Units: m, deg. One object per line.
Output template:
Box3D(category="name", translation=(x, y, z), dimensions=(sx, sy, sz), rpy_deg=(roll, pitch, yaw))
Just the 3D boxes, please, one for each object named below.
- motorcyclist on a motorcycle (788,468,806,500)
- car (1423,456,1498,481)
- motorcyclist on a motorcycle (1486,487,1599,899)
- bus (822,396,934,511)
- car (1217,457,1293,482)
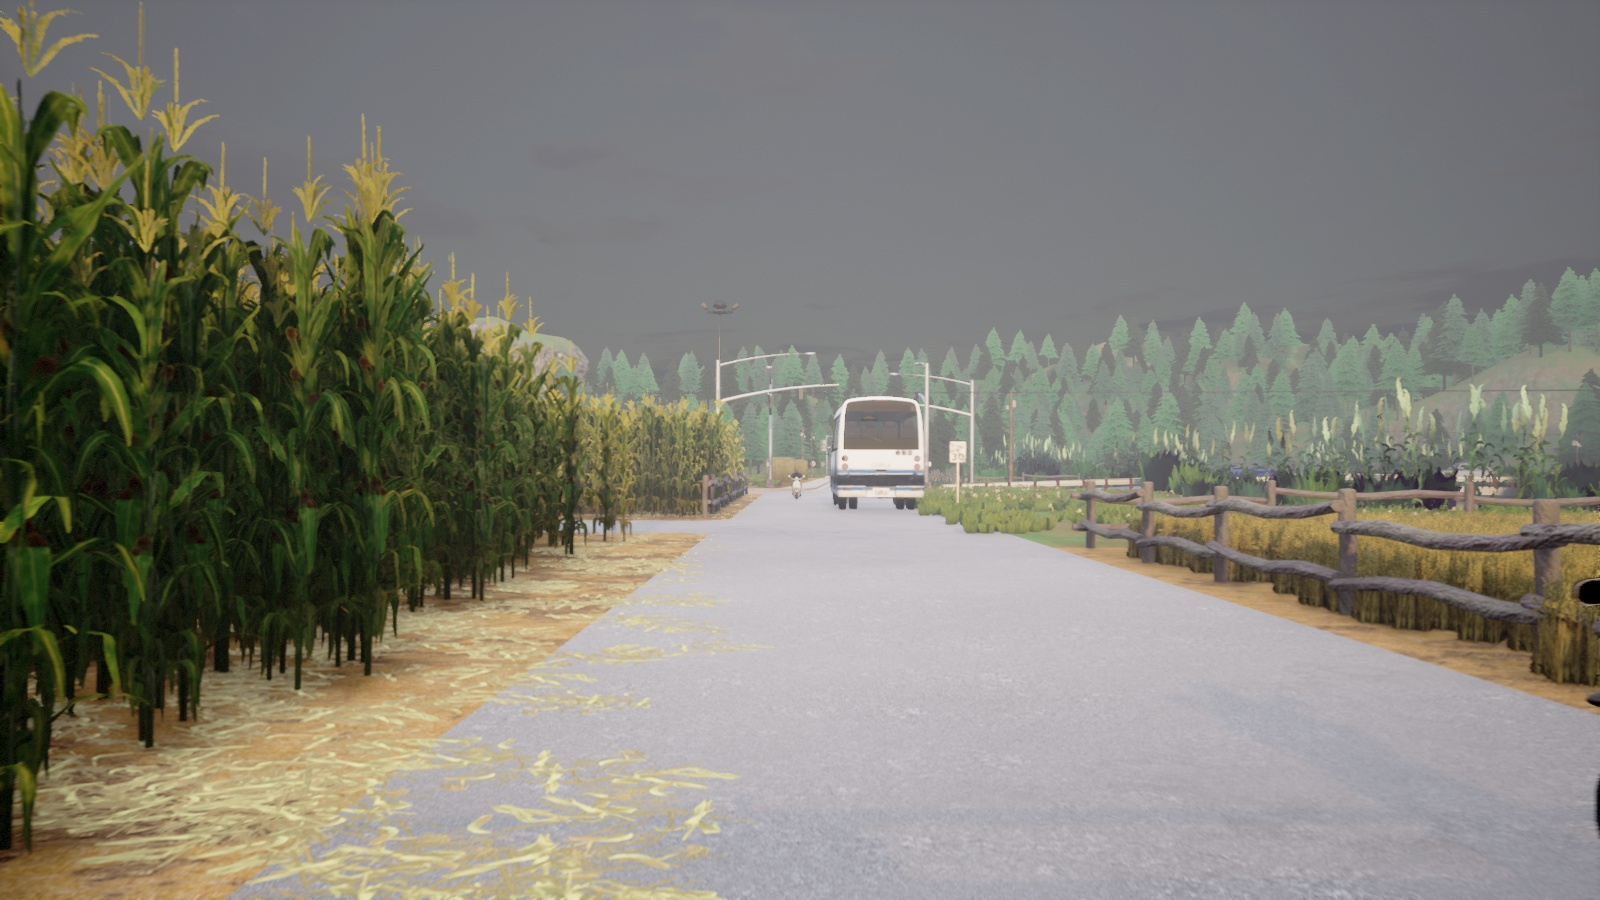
Box3D(category="motorcyclist on a motorcycle", translation=(-0.159, 1.730, 64.050), dimensions=(0.866, 1.590, 1.817), rpy_deg=(0, -1, 0))
Box3D(category="car", translation=(42.808, 1.201, 81.465), dimensions=(3.806, 1.475, 1.970), rpy_deg=(1, -1, 8))
Box3D(category="motorcyclist on a motorcycle", translation=(3.091, 0.891, 3.751), dimensions=(0.866, 1.530, 2.191), rpy_deg=(0, -1, 0))
Box3D(category="bus", translation=(2.971, 0.202, 51.710), dimensions=(3.944, 4.253, 10.273), rpy_deg=(0, -1, 0))
Box3D(category="car", translation=(28.843, 1.261, 79.747), dimensions=(4.193, 1.474, 1.816), rpy_deg=(-2, -1, 6))
